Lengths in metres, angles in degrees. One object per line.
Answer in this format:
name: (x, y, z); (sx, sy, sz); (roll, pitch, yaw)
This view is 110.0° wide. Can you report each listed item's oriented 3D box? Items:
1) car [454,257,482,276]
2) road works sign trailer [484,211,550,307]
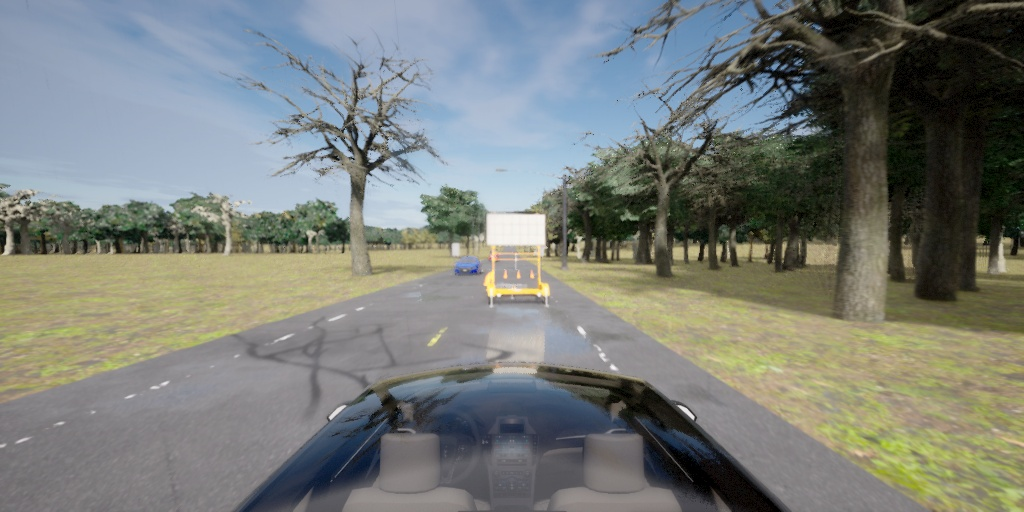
car: (-3.595, 0.815, 30.034); (1.882, 1.535, 5.008); (0, 1, 0)
road works sign trailer: (0.157, 0.023, 14.319); (2.380, 3.560, 2.880); (0, 0, -5)
